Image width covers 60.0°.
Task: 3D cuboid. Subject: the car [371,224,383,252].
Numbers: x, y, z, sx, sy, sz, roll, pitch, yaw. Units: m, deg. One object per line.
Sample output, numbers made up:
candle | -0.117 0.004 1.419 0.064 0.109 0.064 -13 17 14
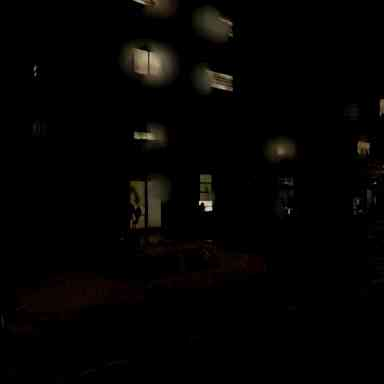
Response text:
car | 8.461 1.550 12.566 4.403 1.369 2.008 0 0 -35

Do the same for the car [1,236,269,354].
car | -0.686 1.525 6.068 4.829 1.417 1.752 0 0 -35
